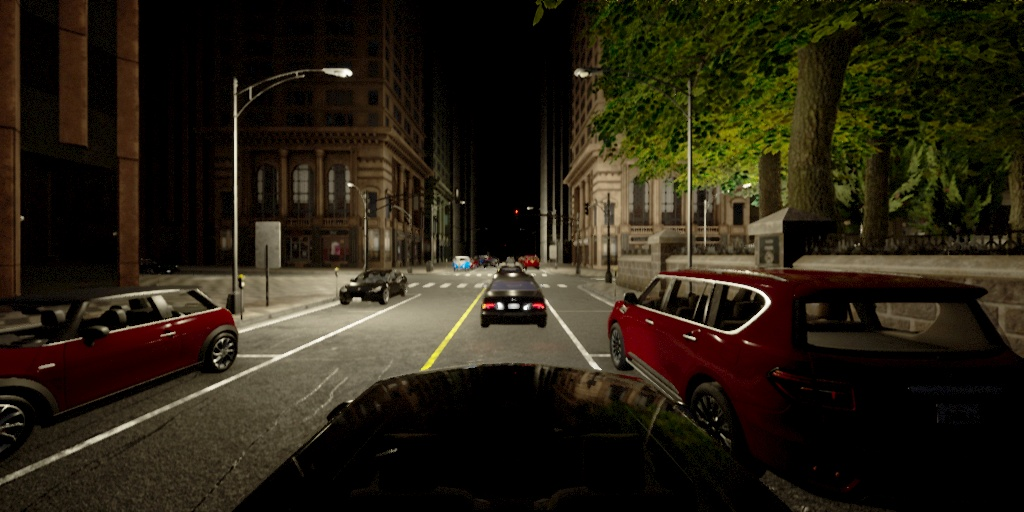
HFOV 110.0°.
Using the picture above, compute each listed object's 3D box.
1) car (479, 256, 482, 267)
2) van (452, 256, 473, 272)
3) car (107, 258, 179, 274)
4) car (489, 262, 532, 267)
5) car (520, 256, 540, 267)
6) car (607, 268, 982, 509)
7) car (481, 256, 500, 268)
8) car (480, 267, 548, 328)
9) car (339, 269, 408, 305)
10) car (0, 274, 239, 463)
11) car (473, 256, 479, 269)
[{"bbox_3d":[-5.974,1.098,53.150,1.888,1.381,4.507,0,0,0],"label":"car"},{"bbox_3d":[-5.929,0.929,42.269,1.690,1.789,3.998,0,0,0],"label":"van"},{"bbox_3d":[-28.440,0.827,27.380,4.718,1.301,1.895,1,0,-1],"label":"car"},{"bbox_3d":[-0.078,1.231,21.103,1.994,1.385,4.181,0,0,0],"label":"car"},{"bbox_3d":[2.574,0.885,47.753,2.192,1.841,5.009,0,0,0],"label":"car"},{"bbox_3d":[2.752,1.053,4.611,2.192,1.841,5.009,0,0,0],"label":"car"},{"bbox_3d":[-3.290,1.099,53.775,2.033,1.411,5.357,0,0,0],"label":"car"},{"bbox_3d":[0.038,1.257,11.228,2.033,1.411,5.357,0,0,0],"label":"car"},{"bbox_3d":[-5.819,1.256,15.612,1.948,1.339,4.313,0,0,0],"label":"car"},{"bbox_3d":[-5.774,1.178,4.565,1.967,1.591,4.097,0,0,0],"label":"car"},{"bbox_3d":[-5.951,1.010,47.709,1.967,1.591,4.097,0,0,0],"label":"car"}]
